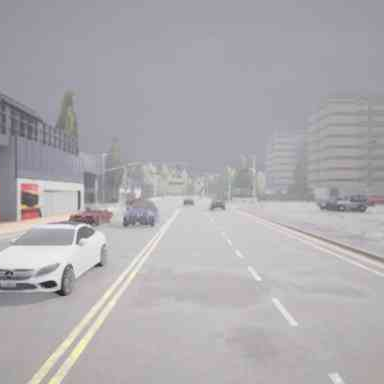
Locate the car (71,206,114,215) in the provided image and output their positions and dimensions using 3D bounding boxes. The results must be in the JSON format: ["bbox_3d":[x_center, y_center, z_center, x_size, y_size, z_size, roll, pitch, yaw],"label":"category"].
[{"bbox_3d":[-7.014,1.691,23.643,1.895,1.301,4.718,0,0,0],"label":"car"}]

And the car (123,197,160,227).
[{"bbox_3d":[-3.514,1.442,23.705,2.097,1.767,4.553,0,0,0],"label":"car"}]

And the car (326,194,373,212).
[{"bbox_3d":[17.767,1.295,37.581,3.866,1.878,1.905,0,0,-2],"label":"car"}]

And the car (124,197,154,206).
[{"bbox_3d":[-9.436,1.699,59.338,5.008,1.535,1.882,0,0,13],"label":"car"}]

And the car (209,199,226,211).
[{"bbox_3d":[3.375,1.670,44.489,1.837,1.490,4.892,0,0,-1],"label":"car"}]

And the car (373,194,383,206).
[{"bbox_3d":[30.574,1.423,54.912,5.566,2.045,2.150,0,0,-2],"label":"car"}]

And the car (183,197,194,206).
[{"bbox_3d":[-0.637,1.702,60.304,1.882,1.535,5.008,0,0,-2],"label":"car"}]

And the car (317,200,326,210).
[{"bbox_3d":[17.745,1.302,40.476,4.605,1.855,1.932,0,0,-2],"label":"car"}]

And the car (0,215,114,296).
[{"bbox_3d":[-3.591,1.560,8.875,1.812,1.442,4.674,0,0,0],"label":"car"}]
